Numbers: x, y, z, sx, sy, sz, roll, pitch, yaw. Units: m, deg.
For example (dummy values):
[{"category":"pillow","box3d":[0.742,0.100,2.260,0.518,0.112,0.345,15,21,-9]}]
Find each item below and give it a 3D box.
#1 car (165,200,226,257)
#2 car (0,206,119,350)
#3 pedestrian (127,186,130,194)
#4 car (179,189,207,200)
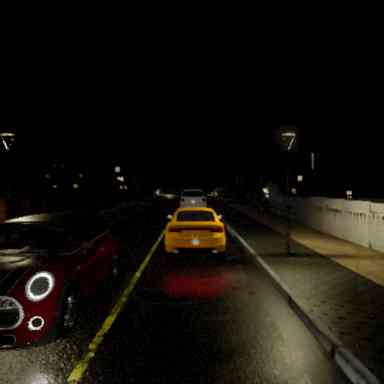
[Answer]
[{"category":"car","box3d":[0.096,1.272,12.111,1.882,1.535,5.008,0,1,0]},{"category":"car","box3d":[-2.852,1.242,6.395,2.097,1.767,4.553,0,1,0]},{"category":"pedestrian","box3d":[-9.695,0.029,50.688,0.375,1.860,0.375,0,1,1]},{"category":"car","box3d":[0.086,0.755,27.778,2.150,2.045,5.566,0,1,0]}]
